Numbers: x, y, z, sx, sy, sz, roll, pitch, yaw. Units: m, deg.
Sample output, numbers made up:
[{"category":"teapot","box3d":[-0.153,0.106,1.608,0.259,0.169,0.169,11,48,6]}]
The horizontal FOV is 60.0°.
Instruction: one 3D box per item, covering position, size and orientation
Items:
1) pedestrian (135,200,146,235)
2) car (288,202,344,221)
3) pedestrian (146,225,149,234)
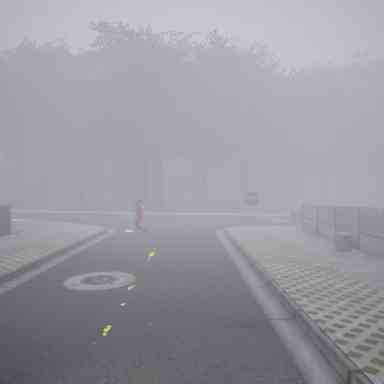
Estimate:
[{"category":"pedestrian","box3d":[-2.748,1.285,17.221,0.375,1.860,0.375,-1,1,0]},{"category":"car","box3d":[10.244,1.546,27.080,4.674,1.442,1.812,0,1,0]},{"category":"pedestrian","box3d":[-2.699,1.285,17.822,0.375,1.860,0.375,-1,1,0]}]
